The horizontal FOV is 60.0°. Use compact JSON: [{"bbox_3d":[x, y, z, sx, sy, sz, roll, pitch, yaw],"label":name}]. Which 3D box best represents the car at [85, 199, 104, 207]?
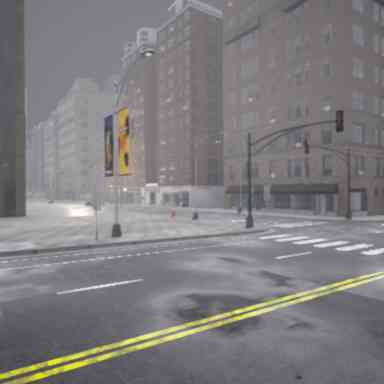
[{"bbox_3d":[-17.367,1.929,58.904,2.033,1.411,5.357,-1,0,-35],"label":"car"}]
